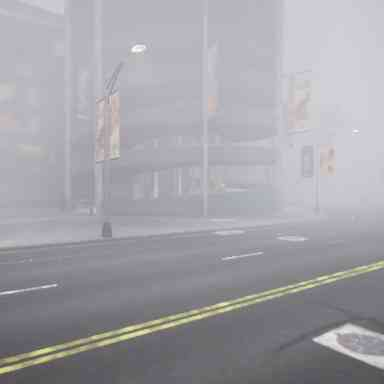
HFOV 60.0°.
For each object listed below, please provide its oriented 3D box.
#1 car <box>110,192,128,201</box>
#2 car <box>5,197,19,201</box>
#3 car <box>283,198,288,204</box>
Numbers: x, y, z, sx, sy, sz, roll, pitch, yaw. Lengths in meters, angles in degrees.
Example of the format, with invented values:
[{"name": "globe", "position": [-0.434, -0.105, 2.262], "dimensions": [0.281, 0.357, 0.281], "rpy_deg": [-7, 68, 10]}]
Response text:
[{"name": "car", "position": [-14.600, 1.024, 65.659], "dimensions": [2.435, 2.045, 5.566], "rpy_deg": [0, 0, -36]}, {"name": "car", "position": [-29.117, 1.458, 54.162], "dimensions": [1.895, 1.301, 4.718], "rpy_deg": [0, 0, -36]}, {"name": "car", "position": [16.508, 1.518, 64.976], "dimensions": [2.128, 1.511, 4.902], "rpy_deg": [0, 0, -34]}]
